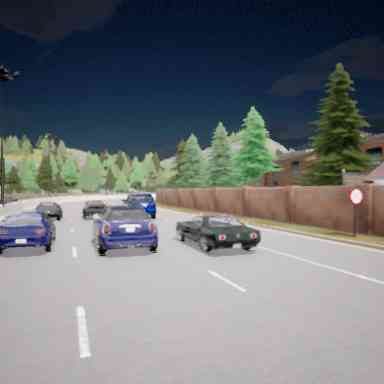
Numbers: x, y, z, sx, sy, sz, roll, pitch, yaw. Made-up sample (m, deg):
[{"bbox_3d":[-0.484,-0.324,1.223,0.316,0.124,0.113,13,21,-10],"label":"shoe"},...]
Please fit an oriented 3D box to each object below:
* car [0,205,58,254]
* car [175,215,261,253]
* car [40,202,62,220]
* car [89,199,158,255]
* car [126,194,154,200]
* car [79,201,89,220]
[{"bbox_3d":[-6.572,1.492,13.402,1.812,1.442,4.674,0,0,-20],"label":"car"},{"bbox_3d":[0.807,1.570,13.630,1.895,1.301,4.718,0,0,-20],"label":"car"},{"bbox_3d":[-11.710,1.498,27.142,1.994,1.385,4.181,0,0,-20],"label":"car"},{"bbox_3d":[-2.859,1.319,13.458,2.097,1.767,4.553,0,0,-20],"label":"car"},{"bbox_3d":[-4.576,1.158,28.029,2.150,2.045,5.566,0,0,-20],"label":"car"},{"bbox_3d":[-8.248,1.440,27.875,1.837,1.490,4.892,0,1,-20],"label":"car"}]
